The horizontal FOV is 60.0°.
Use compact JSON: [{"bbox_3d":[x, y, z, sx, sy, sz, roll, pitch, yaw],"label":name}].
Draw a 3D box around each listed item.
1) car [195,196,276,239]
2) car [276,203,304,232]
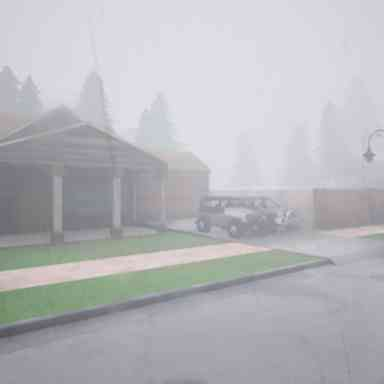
[{"bbox_3d":[1.804,1.136,16.121,1.905,1.878,3.866,0,0,-36],"label":"car"},{"bbox_3d":[3.623,1.125,17.899,1.932,1.855,4.605,0,0,-36],"label":"car"}]
